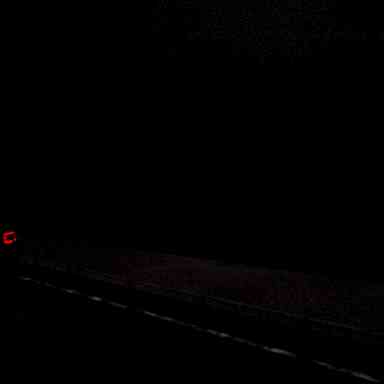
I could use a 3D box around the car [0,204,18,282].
[{"bbox_3d":[-6.641,1.215,8.392,5.566,2.045,2.150,0,0,35],"label":"car"}]
